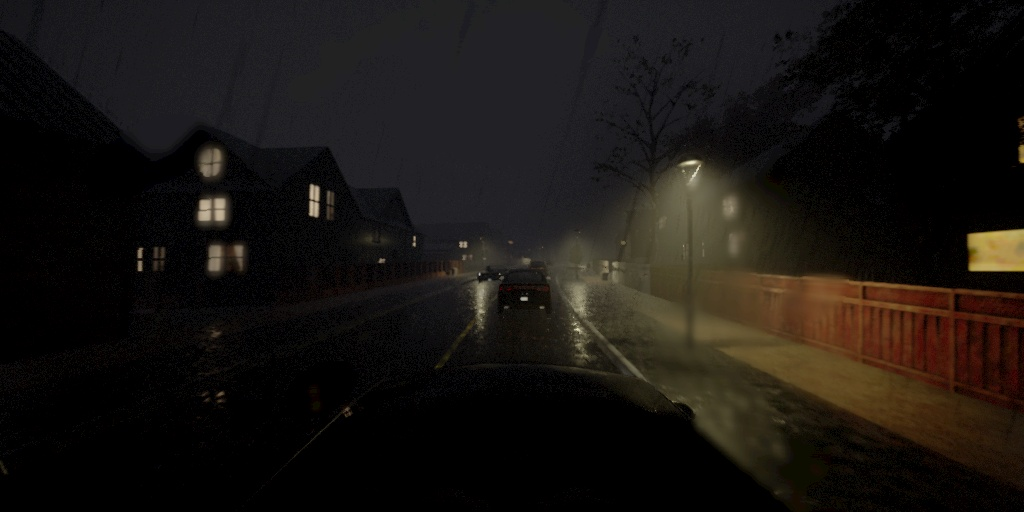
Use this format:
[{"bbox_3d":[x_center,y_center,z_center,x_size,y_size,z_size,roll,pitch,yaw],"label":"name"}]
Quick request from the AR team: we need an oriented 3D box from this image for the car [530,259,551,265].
[{"bbox_3d":[2.548,1.255,34.672,1.837,1.490,4.892,0,0,8],"label":"car"}]

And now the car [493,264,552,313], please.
[{"bbox_3d":[0.519,1.236,14.099,1.882,1.535,5.008,0,0,3],"label":"car"}]

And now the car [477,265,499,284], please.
[{"bbox_3d":[-1.346,1.365,27.491,1.895,1.301,4.718,0,0,6],"label":"car"}]
